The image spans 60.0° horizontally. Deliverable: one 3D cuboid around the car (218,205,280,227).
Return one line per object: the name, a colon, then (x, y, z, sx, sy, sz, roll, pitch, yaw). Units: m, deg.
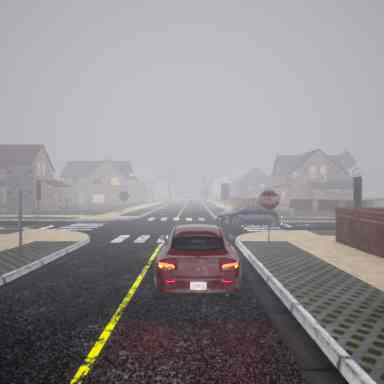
car: (3.755, 1.604, 22.407, 4.181, 1.385, 1.994, 0, 0, -14)

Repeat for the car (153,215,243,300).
car: (0.124, 1.526, 8.294, 1.812, 1.442, 4.674, 0, 0, 0)

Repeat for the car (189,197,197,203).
car: (0.182, 1.807, 75.308, 2.033, 1.411, 5.357, 0, 0, 0)
